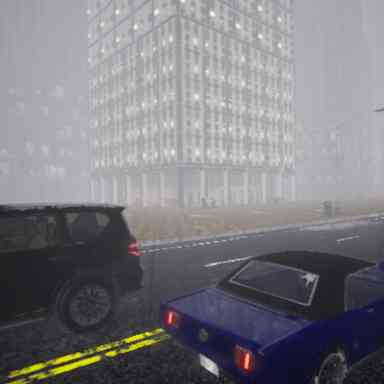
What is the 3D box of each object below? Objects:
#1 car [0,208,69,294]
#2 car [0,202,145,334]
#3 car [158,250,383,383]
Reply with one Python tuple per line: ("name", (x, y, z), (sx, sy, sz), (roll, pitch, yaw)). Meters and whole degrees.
("car", (-5.519, 1.385, 7.774), (4.553, 1.767, 2.097), (-1, 0, -36))
("car", (-3.471, 1.240, 5.228), (5.566, 2.045, 2.150), (-1, 0, -36))
("car", (1.978, 1.552, 4.913), (4.718, 1.301, 1.895), (-1, 0, -36))
